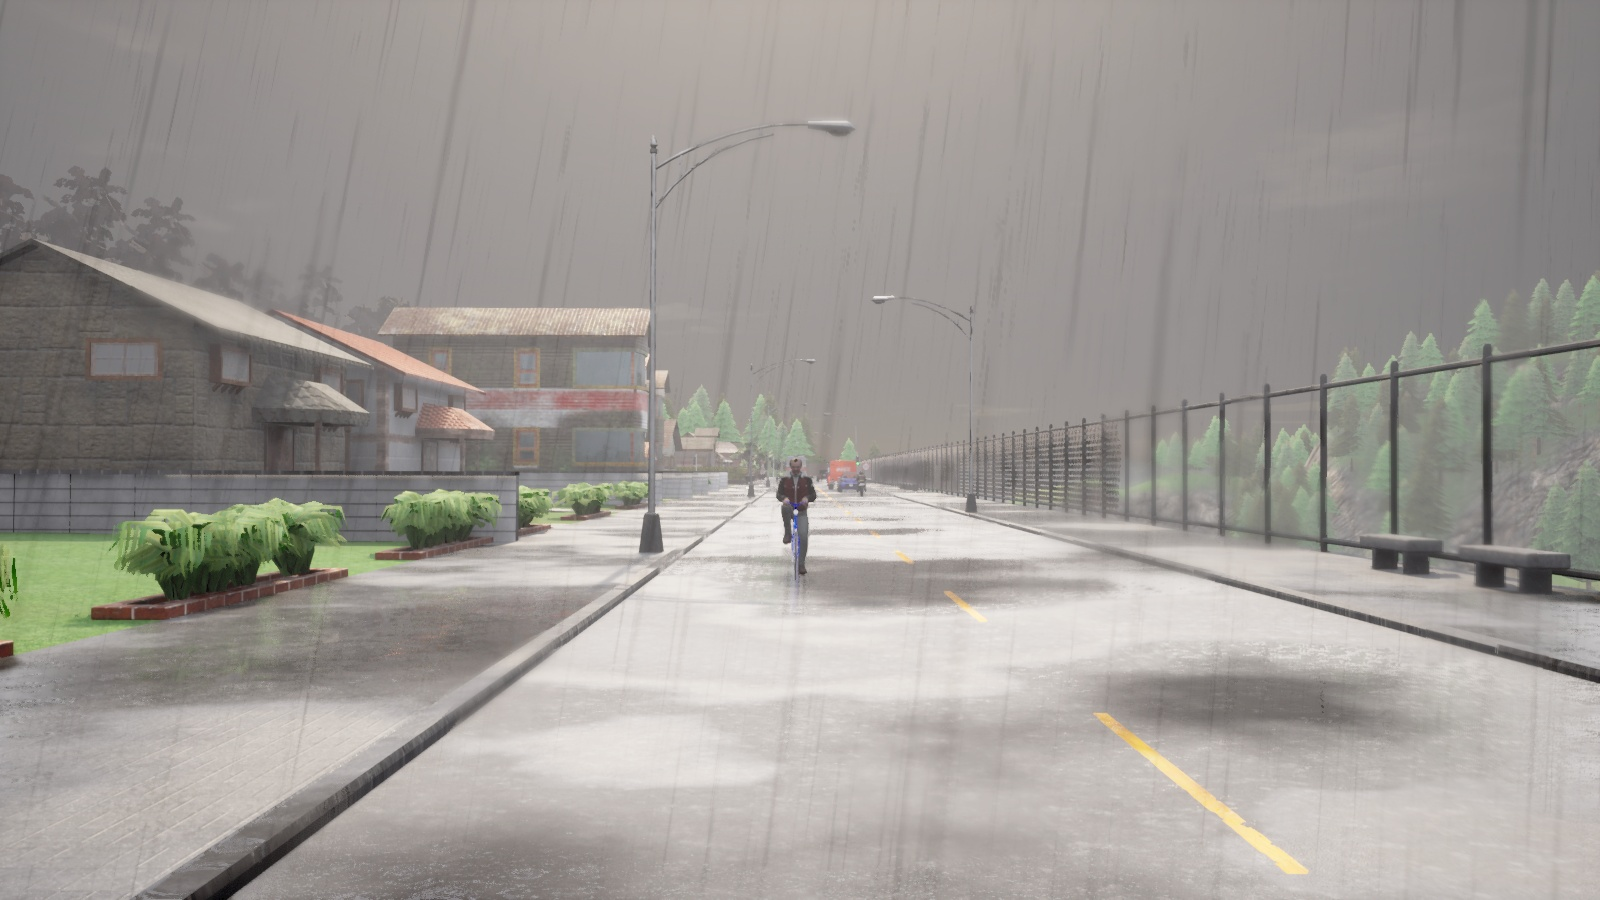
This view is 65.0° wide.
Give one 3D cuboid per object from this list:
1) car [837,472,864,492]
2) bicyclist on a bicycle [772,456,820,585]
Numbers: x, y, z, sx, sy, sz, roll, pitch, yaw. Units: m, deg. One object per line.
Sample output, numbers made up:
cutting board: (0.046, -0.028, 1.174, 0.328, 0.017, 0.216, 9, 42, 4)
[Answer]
car: (3.718, 2.382, 93.635, 1.816, 1.474, 4.193, 0, -1, 0)
bicyclist on a bicycle: (-0.055, 0.992, 18.282, 0.659, 1.776, 1.843, 0, -1, 0)
